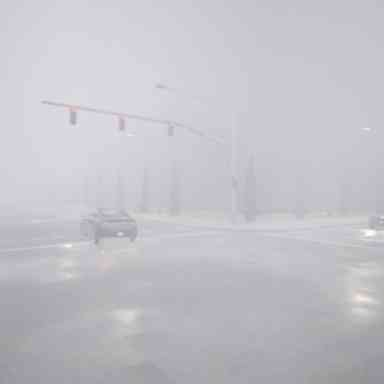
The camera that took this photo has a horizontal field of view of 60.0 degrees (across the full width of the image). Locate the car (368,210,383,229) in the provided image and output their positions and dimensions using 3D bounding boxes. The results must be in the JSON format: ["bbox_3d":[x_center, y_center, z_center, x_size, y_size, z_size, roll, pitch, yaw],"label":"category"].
[{"bbox_3d":[13.667,1.769,22.343,4.181,1.385,1.994,1,0,-35],"label":"car"}]

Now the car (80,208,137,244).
[{"bbox_3d":[-4.115,1.521,16.093,2.128,1.511,4.902,1,0,-27],"label":"car"}]
